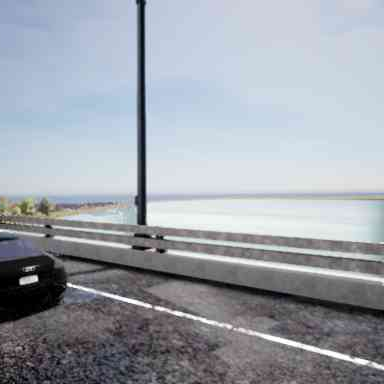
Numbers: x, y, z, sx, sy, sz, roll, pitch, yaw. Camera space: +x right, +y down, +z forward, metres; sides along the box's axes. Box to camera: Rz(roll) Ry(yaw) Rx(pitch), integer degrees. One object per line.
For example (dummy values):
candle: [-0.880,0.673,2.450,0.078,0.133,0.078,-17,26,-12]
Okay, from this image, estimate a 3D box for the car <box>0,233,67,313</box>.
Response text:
car: [-4.658,1.611,7.354,4.181,1.385,1.994,0,0,36]
